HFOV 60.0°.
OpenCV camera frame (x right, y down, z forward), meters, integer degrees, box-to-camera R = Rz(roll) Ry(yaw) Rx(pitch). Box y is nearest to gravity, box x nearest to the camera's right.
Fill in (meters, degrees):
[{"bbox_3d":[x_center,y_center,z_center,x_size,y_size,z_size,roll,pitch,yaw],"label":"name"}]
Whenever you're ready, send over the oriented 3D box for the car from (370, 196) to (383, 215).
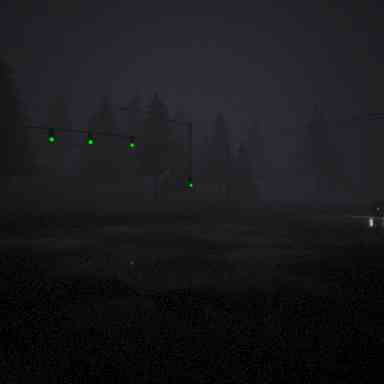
[{"bbox_3d":[19.901,1.221,32.584,5.566,2.045,2.150,0,0,-29],"label":"car"}]
